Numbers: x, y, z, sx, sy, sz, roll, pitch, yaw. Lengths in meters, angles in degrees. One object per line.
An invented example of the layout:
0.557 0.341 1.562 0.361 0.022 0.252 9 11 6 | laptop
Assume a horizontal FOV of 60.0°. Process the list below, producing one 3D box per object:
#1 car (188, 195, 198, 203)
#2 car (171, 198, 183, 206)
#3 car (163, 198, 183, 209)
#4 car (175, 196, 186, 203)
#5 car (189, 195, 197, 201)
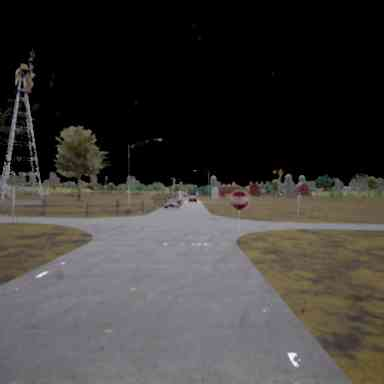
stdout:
0.186 1.560 70.558 1.882 1.535 5.008 0 0 0 | car
-2.636 1.669 59.187 1.895 1.301 4.718 0 0 1 | car
-2.705 1.612 45.140 1.994 1.385 4.181 0 0 0 | car
-2.554 1.606 74.546 2.128 1.511 4.902 0 0 0 | car
0.213 1.501 80.985 1.994 1.385 4.181 0 0 0 | car
